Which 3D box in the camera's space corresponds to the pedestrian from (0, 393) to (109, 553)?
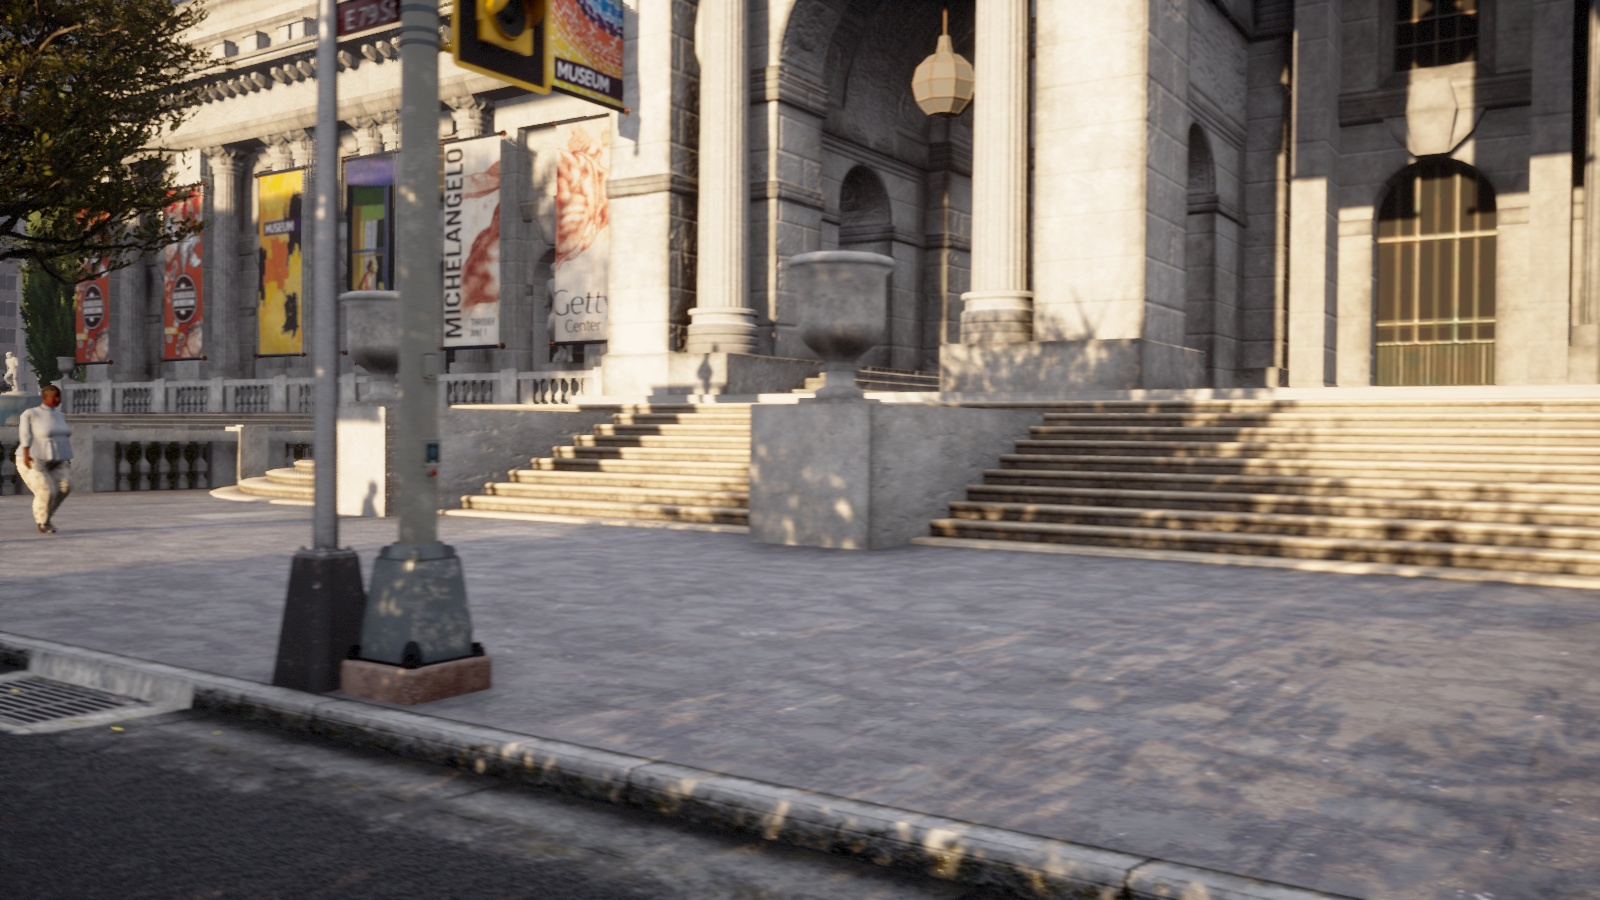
[{"bbox_3d":[-9.082,0.264,15.181,0.900,1.855,0.874,0,1,19],"label":"pedestrian"}]
